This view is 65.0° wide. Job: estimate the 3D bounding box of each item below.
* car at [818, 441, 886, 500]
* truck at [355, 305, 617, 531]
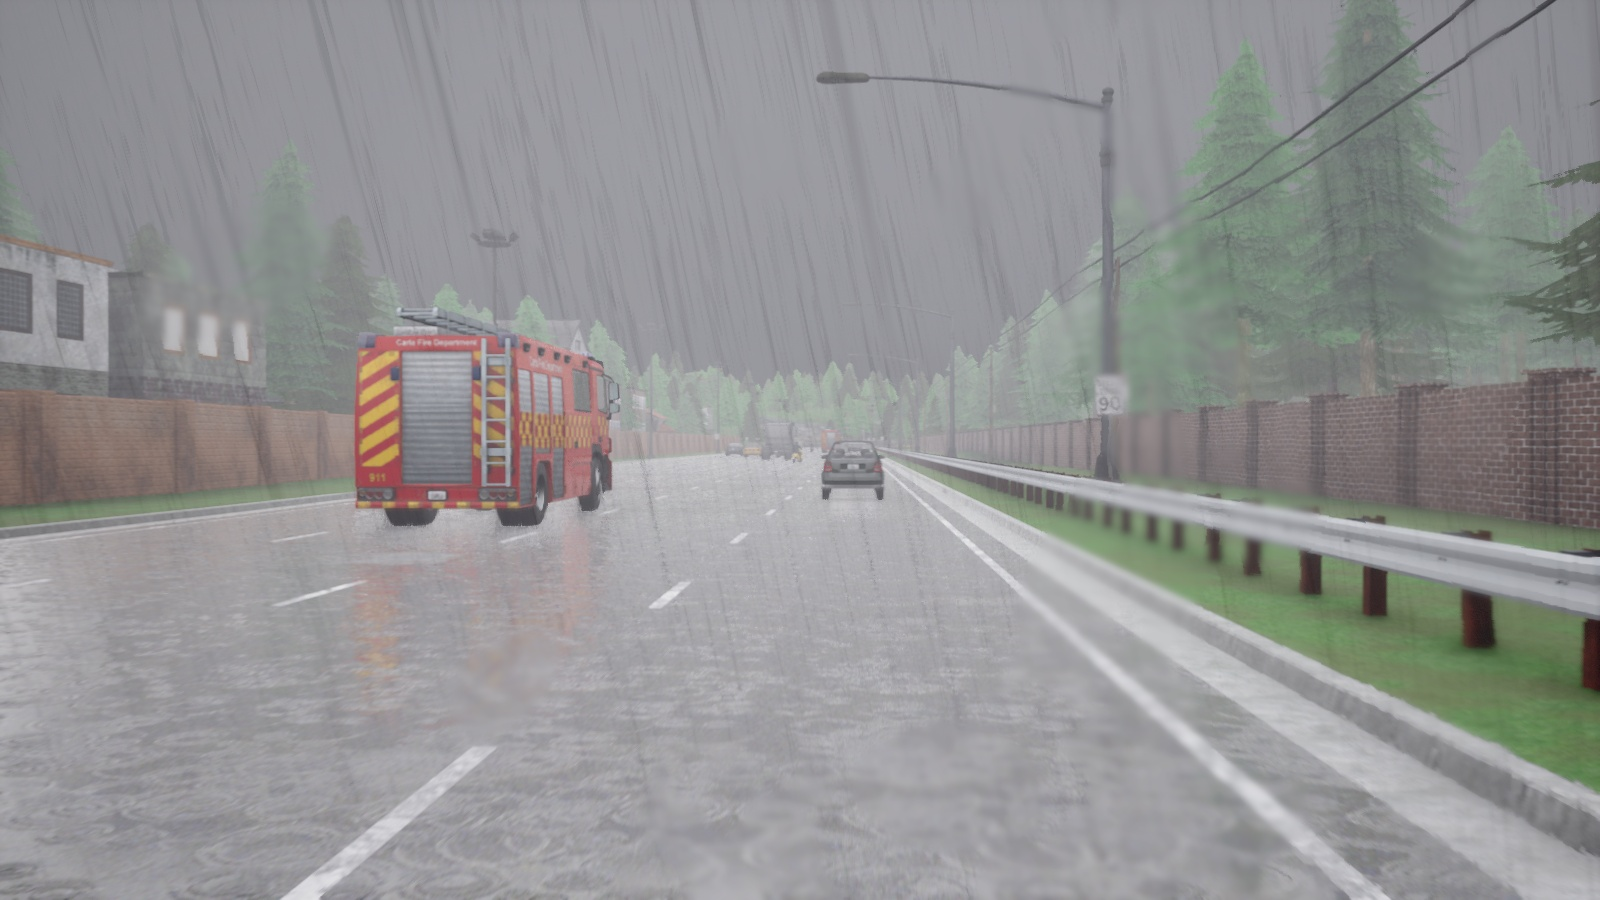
[{"bbox_3d":[1.450,0.531,34.832,1.789,1.549,3.705,0,0,2],"label":"car"},{"bbox_3d":[-5.957,-0.569,25.581,2.891,3.827,8.468,0,0,2],"label":"truck"}]
